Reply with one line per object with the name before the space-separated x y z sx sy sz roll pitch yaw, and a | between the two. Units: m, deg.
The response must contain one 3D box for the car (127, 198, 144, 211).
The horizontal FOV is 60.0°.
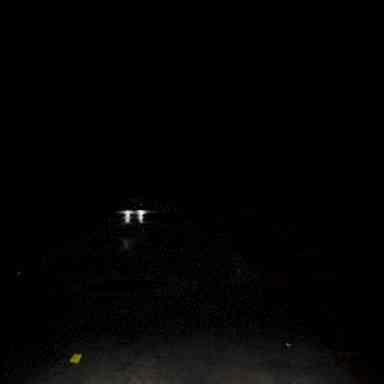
car | -6.630 1.393 38.947 1.812 1.442 4.674 0 0 -8
